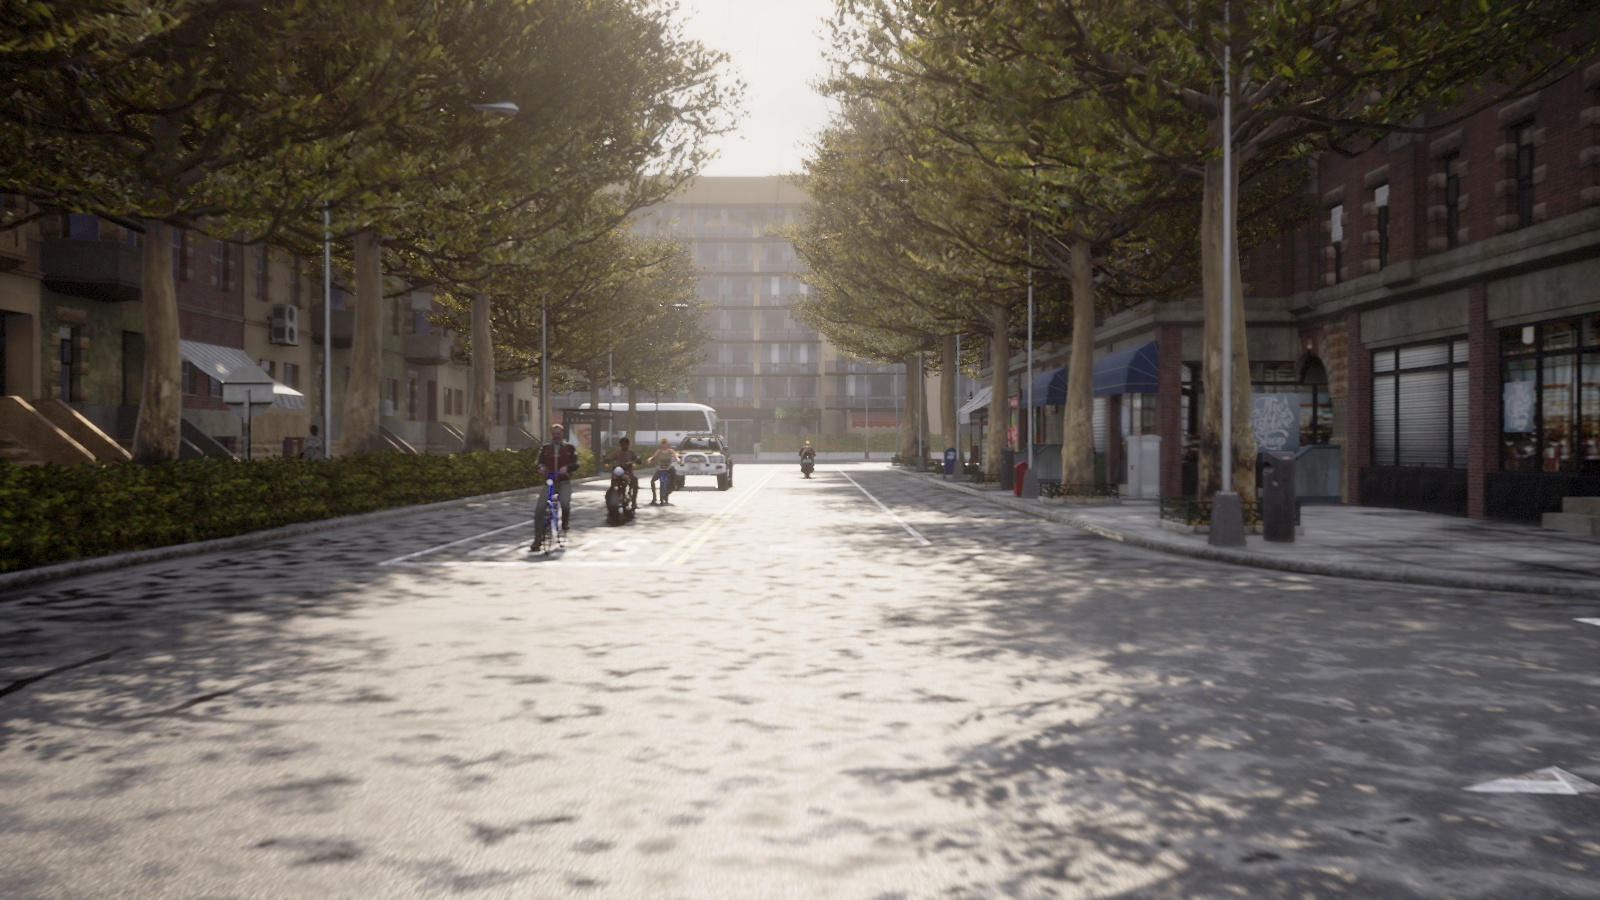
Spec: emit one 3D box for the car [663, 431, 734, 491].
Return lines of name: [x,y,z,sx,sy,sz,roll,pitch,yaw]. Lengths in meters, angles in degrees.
car: [-3.254,0.327,41.019,1.932,1.855,4.605,0,0,0]

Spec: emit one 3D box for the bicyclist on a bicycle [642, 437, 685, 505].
bicyclist on a bicycle: [-3.308,0.507,30.515,0.866,1.612,1.509,0,0,1]

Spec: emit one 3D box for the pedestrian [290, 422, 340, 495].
pedestrian: [-12.536,0.209,32.463,0.874,1.855,0.900,0,0,7]

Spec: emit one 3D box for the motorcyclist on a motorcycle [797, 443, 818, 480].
motorcyclist on a motorcycle: [0.318,0.475,53.975,0.866,1.530,2.191,0,0,0]

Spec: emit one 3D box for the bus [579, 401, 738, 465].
bus: [-9.766,-1.134,87.421,10.273,4.253,3.944,0,-1,9]

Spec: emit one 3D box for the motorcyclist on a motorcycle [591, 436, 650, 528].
motorcyclist on a motorcycle: [-3.352,0.560,23.681,0.766,1.649,2.350,0,1,0]

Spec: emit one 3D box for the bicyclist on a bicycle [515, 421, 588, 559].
bicyclist on a bicycle: [-3.350,0.517,17.073,0.659,1.776,1.843,0,0,-1]
